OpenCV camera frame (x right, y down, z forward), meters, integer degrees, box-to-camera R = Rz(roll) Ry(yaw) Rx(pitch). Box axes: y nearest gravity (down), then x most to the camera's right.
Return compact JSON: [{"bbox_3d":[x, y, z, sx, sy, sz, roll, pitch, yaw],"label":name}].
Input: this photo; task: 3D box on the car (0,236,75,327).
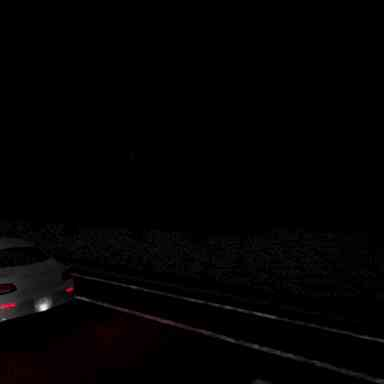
[{"bbox_3d":[-4.257,1.621,6.697,4.674,1.442,1.812,-1,0,36],"label":"car"}]
